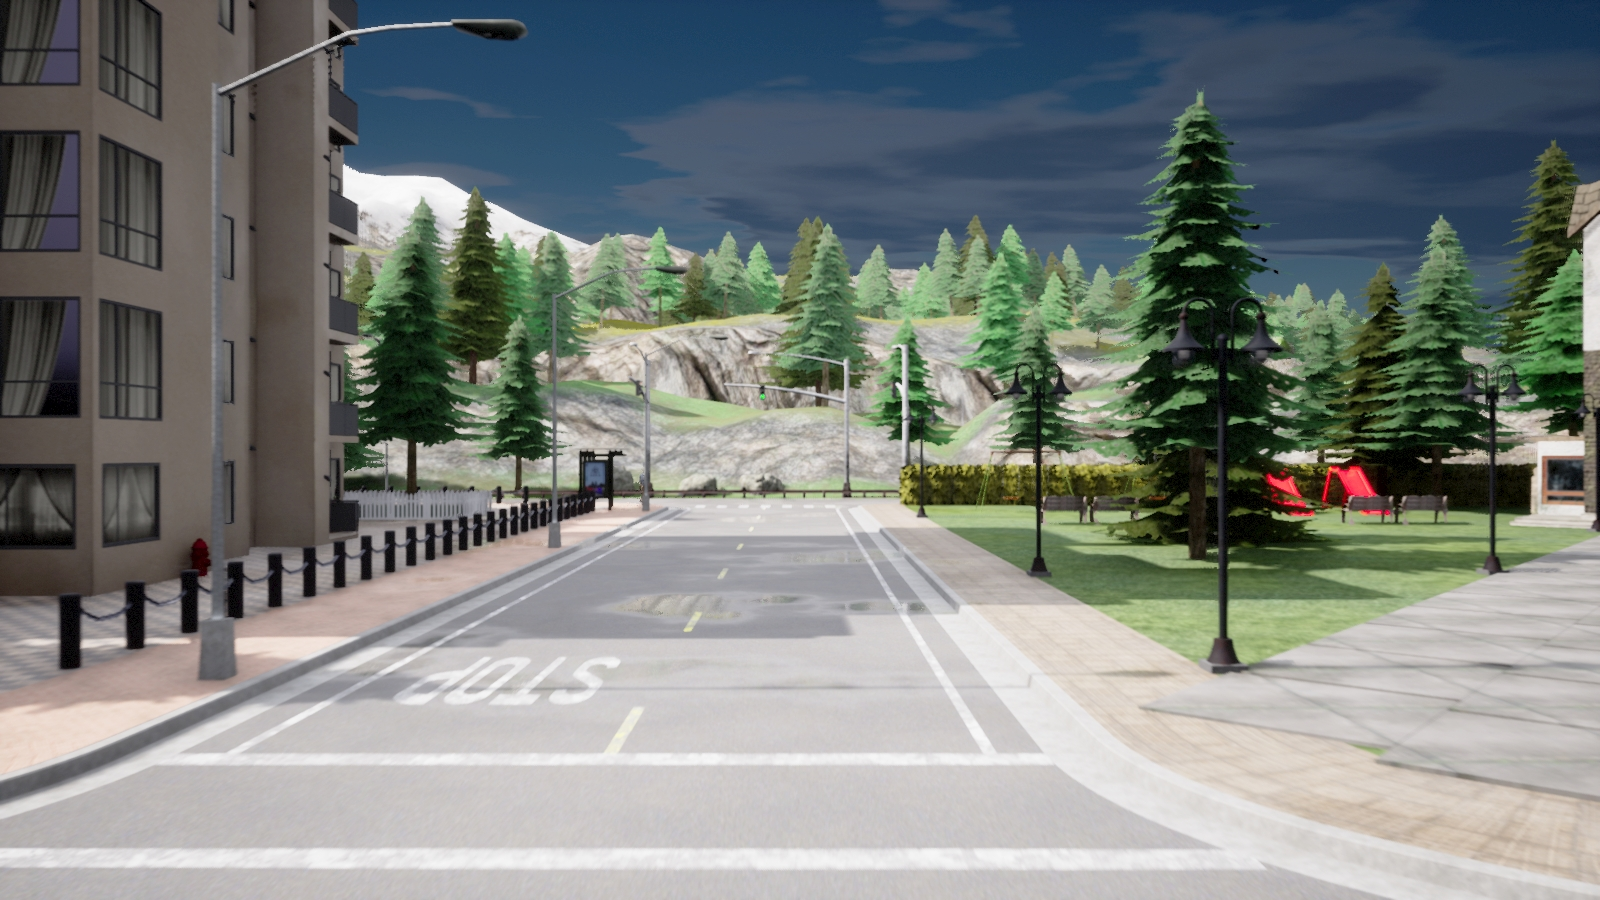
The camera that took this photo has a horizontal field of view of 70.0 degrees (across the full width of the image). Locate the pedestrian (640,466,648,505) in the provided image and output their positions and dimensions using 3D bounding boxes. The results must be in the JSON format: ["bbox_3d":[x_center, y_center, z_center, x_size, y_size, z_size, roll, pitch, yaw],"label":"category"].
[{"bbox_3d":[-7.562,1.709,55.293,0.375,1.860,0.375,0,0,-8],"label":"pedestrian"}]
